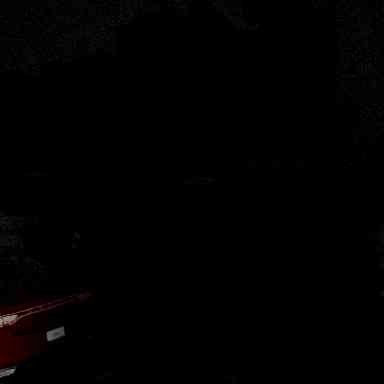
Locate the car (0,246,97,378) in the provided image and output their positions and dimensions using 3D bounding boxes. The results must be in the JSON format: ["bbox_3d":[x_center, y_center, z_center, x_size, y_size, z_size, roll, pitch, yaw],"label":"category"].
[{"bbox_3d":[-3.430,1.548,5.242,4.507,1.381,1.887,0,1,36],"label":"car"}]
